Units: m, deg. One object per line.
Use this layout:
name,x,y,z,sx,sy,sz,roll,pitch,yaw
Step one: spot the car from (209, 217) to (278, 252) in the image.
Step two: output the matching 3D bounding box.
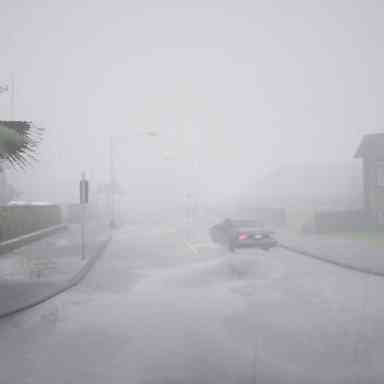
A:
car,2.205,1.890,15.663,2.033,1.411,5.357,-1,-1,-10

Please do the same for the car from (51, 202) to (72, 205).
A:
car,-26.312,2.992,68.521,1.905,1.878,3.866,-2,-1,26
